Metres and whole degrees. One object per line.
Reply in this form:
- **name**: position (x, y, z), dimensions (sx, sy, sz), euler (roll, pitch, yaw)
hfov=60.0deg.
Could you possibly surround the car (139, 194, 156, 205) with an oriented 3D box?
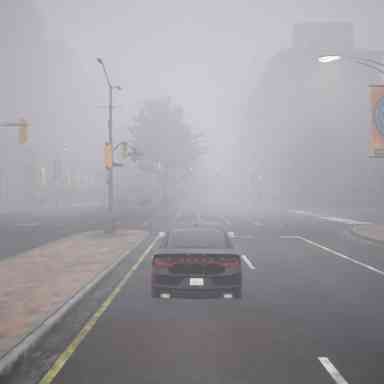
- **car**: position (-7.843, 1.505, 56.523), dimensions (1.837, 1.490, 4.892), euler (0, 0, 1)

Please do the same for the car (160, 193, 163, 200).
- **car**: position (-7.676, 1.225, 76.533), dimensions (2.150, 2.045, 5.566), euler (0, 0, 0)

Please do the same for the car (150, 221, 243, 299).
- **car**: position (0.114, 1.478, 8.512), dimensions (1.882, 1.535, 5.008), euler (0, 0, 1)

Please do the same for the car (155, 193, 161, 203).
- **car**: position (-7.756, 1.525, 65.782), dimensions (1.812, 1.442, 4.674), euler (0, 0, 1)

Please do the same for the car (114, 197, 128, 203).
- **car**: position (-14.463, 1.595, 67.895), dimensions (1.895, 1.301, 4.718), euler (0, 0, 0)
